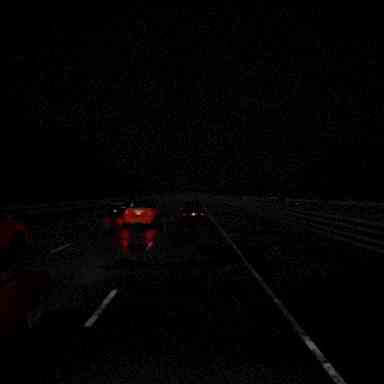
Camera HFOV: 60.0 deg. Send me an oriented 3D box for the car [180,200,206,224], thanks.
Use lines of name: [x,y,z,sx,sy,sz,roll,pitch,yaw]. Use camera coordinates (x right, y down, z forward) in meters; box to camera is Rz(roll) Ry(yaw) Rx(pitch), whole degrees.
car: [0.100,1.560,25.066,2.033,1.411,5.357,0,0,0]

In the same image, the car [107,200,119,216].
car: [-6.909,1.538,32.206,1.812,1.442,4.674,1,-1,0]

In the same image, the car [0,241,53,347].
car: [-3.406,1.602,3.829,1.895,1.301,4.718,0,0,0]

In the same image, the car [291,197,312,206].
car: [19.906,1.659,60.262,2.033,1.649,4.856,0,0,-19]

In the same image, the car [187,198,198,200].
car: [0.095,1.522,42.927,1.882,1.535,5.008,0,0,0]

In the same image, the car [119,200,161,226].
car: [-3.404,1.363,23.368,2.097,1.767,4.553,0,0,0]

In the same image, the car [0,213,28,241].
car: [-6.896,1.222,9.477,2.150,2.045,5.566,0,0,0]
